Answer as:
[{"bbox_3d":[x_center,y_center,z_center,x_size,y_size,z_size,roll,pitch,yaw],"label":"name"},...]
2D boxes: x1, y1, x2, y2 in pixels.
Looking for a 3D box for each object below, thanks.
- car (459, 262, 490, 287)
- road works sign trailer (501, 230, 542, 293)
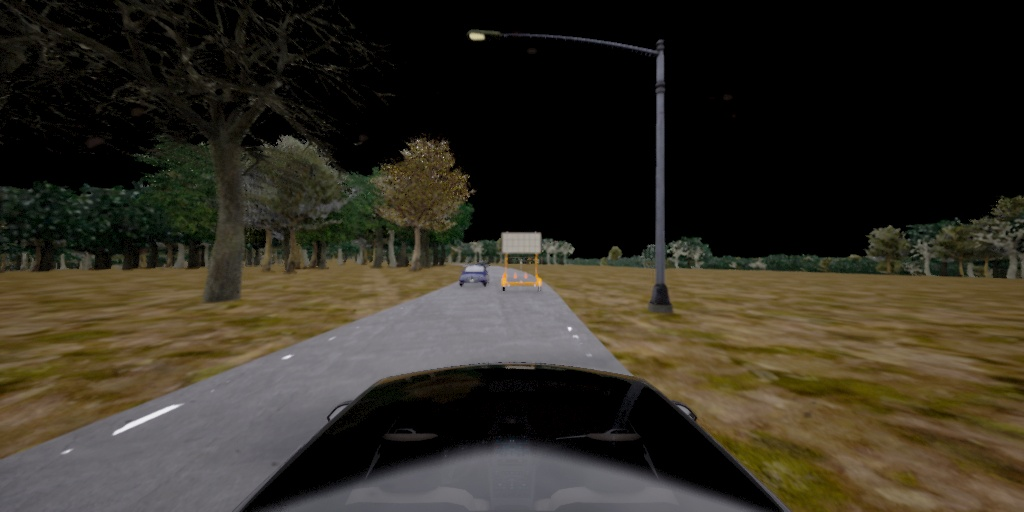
[{"bbox_3d":[-2.594,1.354,25.599,1.812,1.442,4.674,0,0,0],"label":"car"},{"bbox_3d":[0.550,0.285,21.333,2.380,3.560,2.880,0,0,0],"label":"road works sign trailer"}]
